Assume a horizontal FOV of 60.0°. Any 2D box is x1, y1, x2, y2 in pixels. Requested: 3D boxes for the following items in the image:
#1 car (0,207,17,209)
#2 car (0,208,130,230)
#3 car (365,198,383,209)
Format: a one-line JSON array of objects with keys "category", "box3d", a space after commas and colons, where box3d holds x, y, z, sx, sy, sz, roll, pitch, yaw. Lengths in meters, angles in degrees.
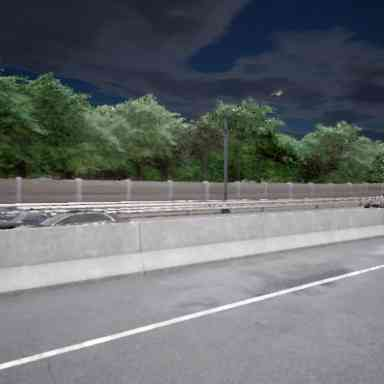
[{"category": "car", "box3d": [-10.357, 1.540, 18.090, 5.357, 1.411, 2.033, 0, 0, -35]}, {"category": "car", "box3d": [-4.801, 1.499, 13.439, 4.892, 1.490, 1.837, 0, 0, -35]}, {"category": "car", "box3d": [23.779, 1.428, 41.414, 5.357, 1.411, 2.033, -1, 0, -33]}]
